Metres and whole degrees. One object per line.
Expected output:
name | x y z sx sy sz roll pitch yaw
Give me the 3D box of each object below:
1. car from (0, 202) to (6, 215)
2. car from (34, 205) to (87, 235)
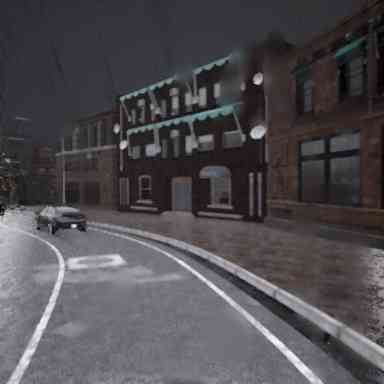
car | -20.118 1.510 33.076 1.882 1.535 5.008 -2 1 -44
car | -7.615 1.515 19.096 1.837 1.490 4.892 -1 0 -39
